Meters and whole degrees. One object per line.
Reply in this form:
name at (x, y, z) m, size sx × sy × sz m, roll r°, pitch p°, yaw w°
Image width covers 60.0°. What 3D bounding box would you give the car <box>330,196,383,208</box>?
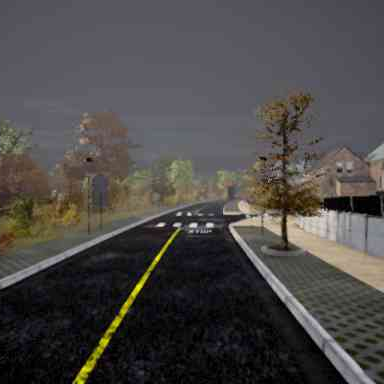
car at (12.726, 0.994, 27.439) m, size 5.357 × 1.411 × 2.033 m, roll -3°, pitch -1°, yaw 8°
